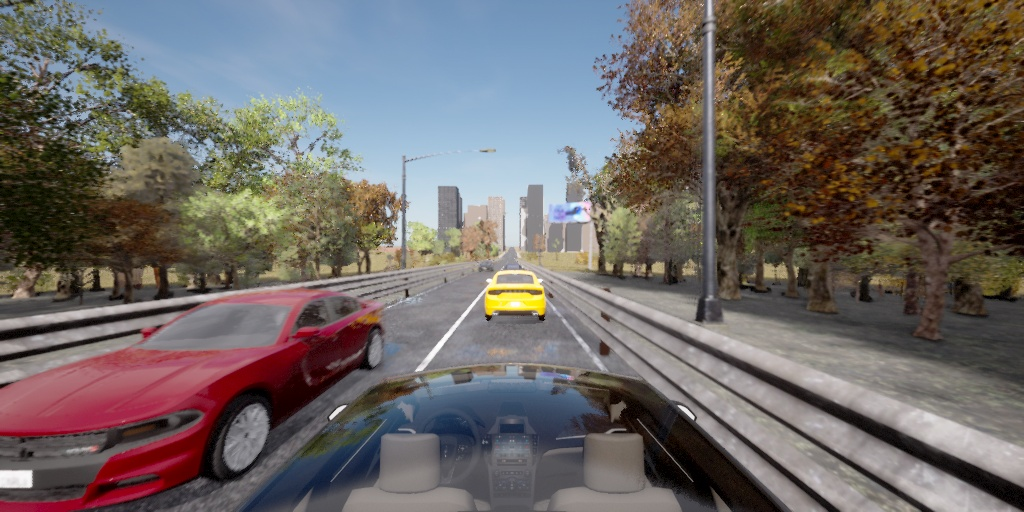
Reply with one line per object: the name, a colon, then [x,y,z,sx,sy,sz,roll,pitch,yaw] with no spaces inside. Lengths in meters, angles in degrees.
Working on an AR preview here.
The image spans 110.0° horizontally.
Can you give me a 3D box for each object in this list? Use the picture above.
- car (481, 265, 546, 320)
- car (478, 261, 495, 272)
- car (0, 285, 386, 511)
car: [0.098,1.249,12.835,1.882,1.535,5.008,0,0,0]
car: [-3.354,1.371,47.307,1.837,1.490,4.892,0,0,0]
car: [-3.349,1.231,4.908,1.882,1.535,5.008,0,0,0]
